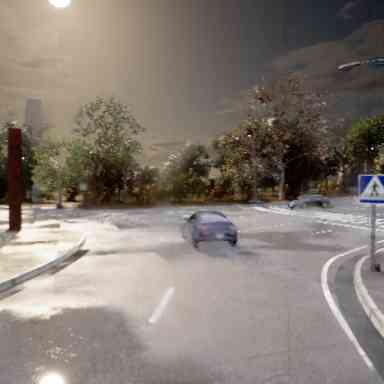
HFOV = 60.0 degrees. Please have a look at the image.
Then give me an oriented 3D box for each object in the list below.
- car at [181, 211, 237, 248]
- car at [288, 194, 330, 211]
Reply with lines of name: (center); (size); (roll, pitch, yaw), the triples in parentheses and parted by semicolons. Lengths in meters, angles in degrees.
car: (0.680, 1.586, 14.980); (1.812, 1.442, 4.674); (1, -2, -10)
car: (12.062, 1.012, 34.356); (4.902, 1.511, 2.128); (-2, 3, -29)
